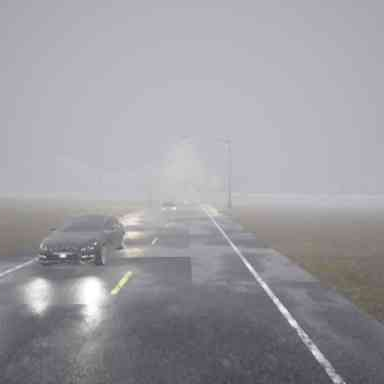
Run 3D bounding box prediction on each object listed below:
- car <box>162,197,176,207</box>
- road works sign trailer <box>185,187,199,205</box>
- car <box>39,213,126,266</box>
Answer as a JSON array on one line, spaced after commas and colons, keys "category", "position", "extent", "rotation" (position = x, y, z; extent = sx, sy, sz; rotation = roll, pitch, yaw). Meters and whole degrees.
[{"category": "car", "position": [-3.573, 1.615, 52.744], "extent": [1.882, 1.535, 5.008], "rotation": [0, 0, 0]}, {"category": "road works sign trailer", "position": [-0.008, 0.636, 65.569], "extent": [2.380, 3.560, 2.880], "rotation": [0, 0, 0]}, {"category": "car", "position": [-3.600, 1.535, 11.699], "extent": [1.837, 1.490, 4.892], "rotation": [0, 0, 0]}]
